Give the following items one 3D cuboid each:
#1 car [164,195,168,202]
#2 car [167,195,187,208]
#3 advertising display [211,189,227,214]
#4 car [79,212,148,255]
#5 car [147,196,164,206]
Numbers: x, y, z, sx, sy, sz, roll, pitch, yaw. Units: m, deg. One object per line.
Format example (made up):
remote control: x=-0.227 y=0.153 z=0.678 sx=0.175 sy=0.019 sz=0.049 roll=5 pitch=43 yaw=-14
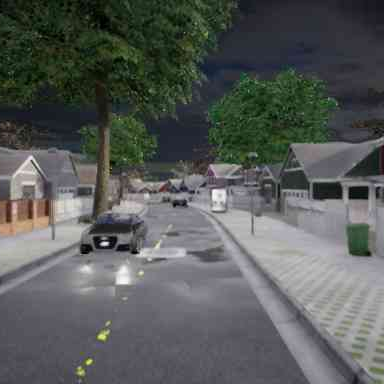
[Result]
car: x=-4.765 y=1.376 z=61.611 sx=1.837 sy=1.490 sz=4.892 roll=0 pitch=-1 yaw=-16
car: x=-1.910 y=1.341 z=46.670 sx=1.882 sy=1.535 sz=5.008 roll=0 pitch=0 yaw=-10
advertising display: x=2.637 y=0.903 z=32.381 sx=1.540 sy=2.440 sz=0.280 roll=1 pitch=1 yaw=-4
car: x=-2.872 y=1.505 z=12.962 sx=1.994 sy=1.385 sz=4.181 roll=0 pitch=0 yaw=0
car: x=-6.139 y=1.477 z=53.497 sx=1.895 sy=1.301 sz=4.718 roll=0 pitch=0 yaw=-11
